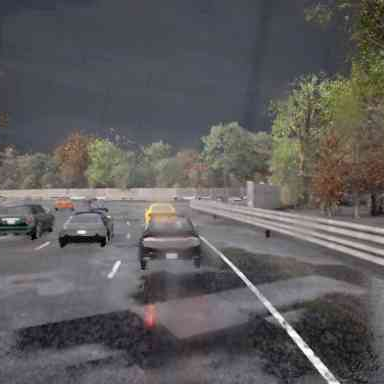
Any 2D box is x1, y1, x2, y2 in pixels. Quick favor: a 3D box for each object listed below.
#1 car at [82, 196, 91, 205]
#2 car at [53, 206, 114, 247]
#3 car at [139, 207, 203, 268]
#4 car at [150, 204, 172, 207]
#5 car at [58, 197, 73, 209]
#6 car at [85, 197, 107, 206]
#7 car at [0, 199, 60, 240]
[{"bbox_3d":[-18.873,1.604,61.461,1.837,1.490,4.892,0,0,-32],"label":"car"},{"bbox_3d":[-4.764,1.589,15.406,1.994,1.385,4.181,0,0,-9],"label":"car"},{"bbox_3d":[-0.770,1.501,11.326,2.128,1.511,4.902,0,0,-5],"label":"car"},{"bbox_3d":[-2.011,1.498,21.496,1.882,1.535,5.008,0,0,-8],"label":"car"},{"bbox_3d":[-16.737,1.434,43.288,2.097,1.767,4.553,0,0,-24],"label":"car"},{"bbox_3d":[-11.019,1.608,38.971,2.033,1.411,5.357,0,0,-21],"label":"car"},{"bbox_3d":[-8.625,1.392,17.291,2.097,1.767,4.553,0,0,-10],"label":"car"}]
